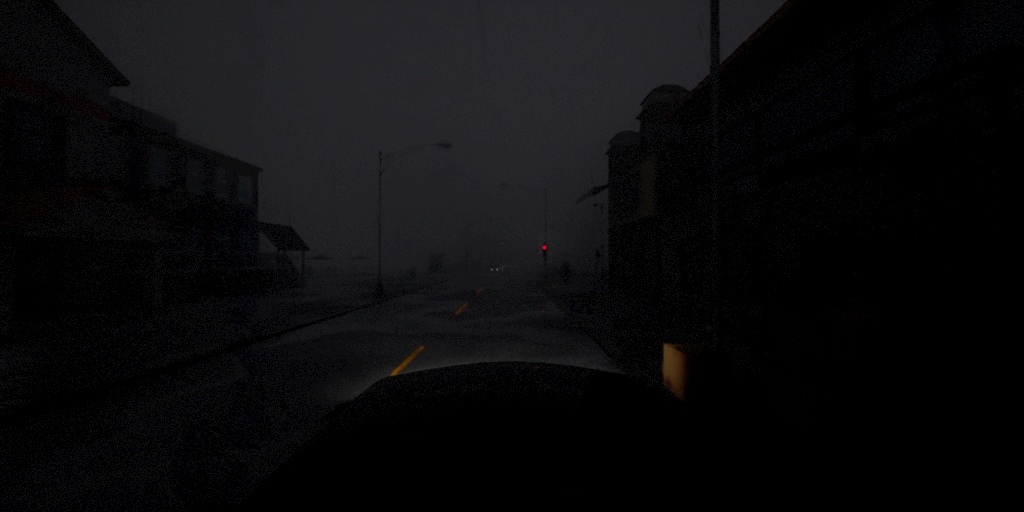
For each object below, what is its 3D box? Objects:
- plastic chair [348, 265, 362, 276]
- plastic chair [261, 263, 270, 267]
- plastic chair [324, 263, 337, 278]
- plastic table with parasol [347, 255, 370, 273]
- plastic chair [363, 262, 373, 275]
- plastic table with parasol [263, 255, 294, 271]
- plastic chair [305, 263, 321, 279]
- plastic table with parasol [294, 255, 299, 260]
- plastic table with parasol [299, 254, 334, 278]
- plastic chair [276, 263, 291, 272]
[{"bbox_3d":[-19.163,1.732,43.776,0.750,1.272,0.730,0,0,0],"label":"plastic chair"},{"bbox_3d":[-26.968,1.682,39.085,0.750,1.272,0.730,0,0,0],"label":"plastic chair"},{"bbox_3d":[-18.669,1.661,37.176,0.730,1.272,0.750,0,0,0],"label":"plastic chair"},{"bbox_3d":[-19.131,1.143,45.116,2.482,2.480,2.482,0,0,0],"label":"plastic table with parasol"},{"bbox_3d":[-17.862,1.745,44.975,0.730,1.272,0.750,0,0,0],"label":"plastic chair"},{"bbox_3d":[-26.866,1.092,40.334,2.482,2.480,2.482,0,0,0],"label":"plastic table with parasol"},{"bbox_3d":[-19.971,1.649,35.978,0.750,1.272,0.730,0,0,0],"label":"plastic chair"},{"bbox_3d":[-27.760,1.158,46.535,2.482,2.480,2.482,0,0,0],"label":"plastic table with parasol"},{"bbox_3d":[-19.889,1.059,37.298,2.482,2.480,2.482,0,0,0],"label":"plastic table with parasol"},{"bbox_3d":[-25.666,1.695,40.283,0.730,1.272,0.750,0,0,0],"label":"plastic chair"}]
